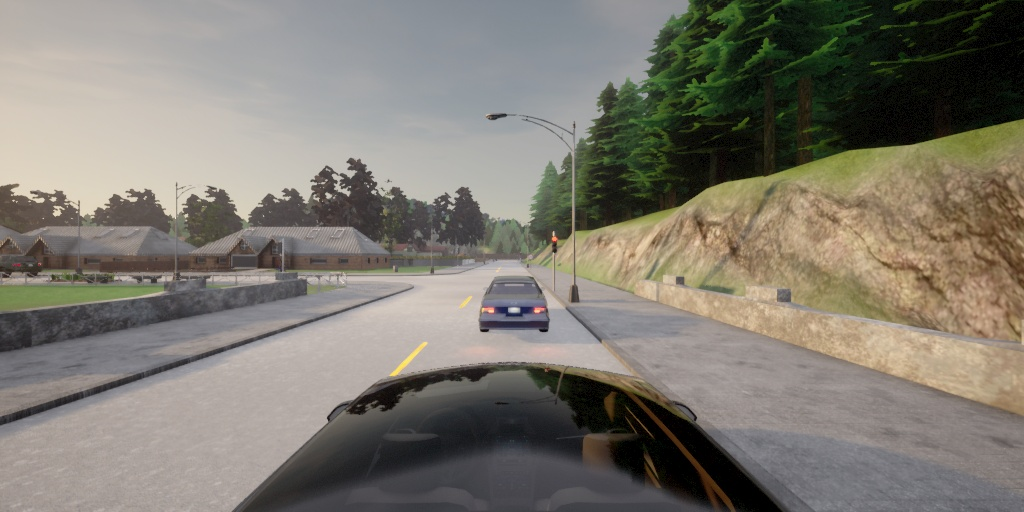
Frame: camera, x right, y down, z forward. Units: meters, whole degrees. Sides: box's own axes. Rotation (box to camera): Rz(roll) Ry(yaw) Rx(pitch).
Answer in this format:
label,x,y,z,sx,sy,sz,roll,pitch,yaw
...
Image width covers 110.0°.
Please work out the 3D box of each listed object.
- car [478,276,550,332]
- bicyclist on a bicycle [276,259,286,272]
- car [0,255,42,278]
label,x,y,z,sx,sy,sz,roll,pitch,yaw
car,0.063,1.297,10.791,2.033,1.411,5.357,0,0,0
bicyclist on a bicycle,-24.162,1.099,37.572,0.582,1.620,1.656,0,0,0
car,-47.375,0.971,33.322,5.566,2.045,2.150,0,0,1
